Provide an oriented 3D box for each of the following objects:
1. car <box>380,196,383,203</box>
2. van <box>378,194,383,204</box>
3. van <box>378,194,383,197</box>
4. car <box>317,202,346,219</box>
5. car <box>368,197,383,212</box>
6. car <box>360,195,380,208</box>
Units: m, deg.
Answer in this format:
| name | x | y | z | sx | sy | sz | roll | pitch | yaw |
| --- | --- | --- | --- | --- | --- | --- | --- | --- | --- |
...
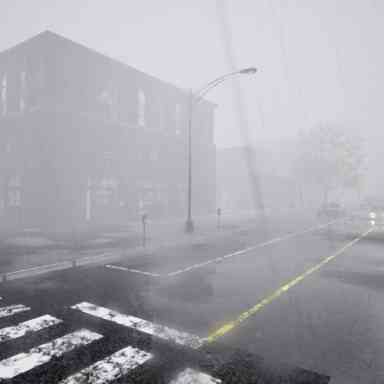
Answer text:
| name | x | y | z | sx | sy | sz | roll | pitch | yaw |
| --- | --- | --- | --- | --- | --- | --- | --- | --- | --- |
| car | 41.292 | 1.561 | 70.418 | 2.008 | 1.369 | 4.403 | 1 | 1 | 35 |
| van | 38.097 | 1.353 | 65.888 | 1.690 | 1.788 | 3.998 | 1 | 1 | 35 |
| van | 28.506 | 1.354 | 52.304 | 1.690 | 1.788 | 3.998 | 1 | 1 | 35 |
| car | 12.518 | 1.575 | 29.665 | 1.947 | 1.339 | 4.313 | 1 | 0 | 35 |
| car | 22.131 | 1.613 | 38.632 | 1.895 | 1.301 | 4.718 | 0 | 0 | 35 |
| car | 25.209 | 1.538 | 47.639 | 1.752 | 1.417 | 4.829 | 1 | 1 | 35 |
